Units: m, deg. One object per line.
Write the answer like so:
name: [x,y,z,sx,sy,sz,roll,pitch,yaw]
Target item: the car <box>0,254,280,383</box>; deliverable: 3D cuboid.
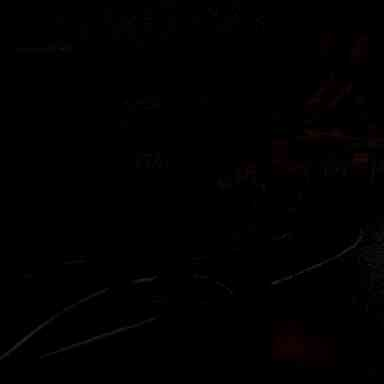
car: [-1.118,1.507,3.423,4.902,1.511,2.128,0,0,-39]
